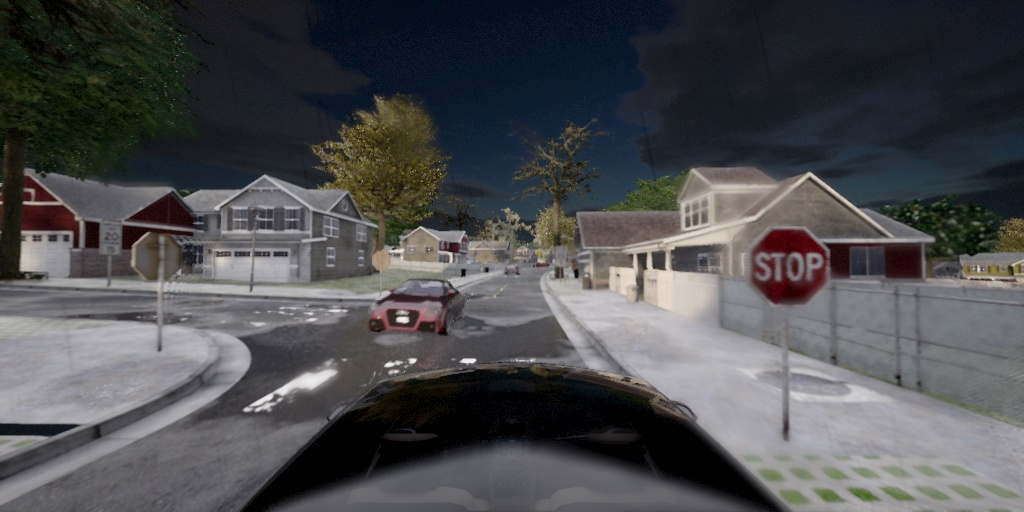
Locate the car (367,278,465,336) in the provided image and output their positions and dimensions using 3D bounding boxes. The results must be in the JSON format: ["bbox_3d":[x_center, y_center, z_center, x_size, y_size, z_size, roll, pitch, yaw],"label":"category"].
[{"bbox_3d":[-2.590,1.371,10.636,1.994,1.385,4.181,3,-1,1],"label":"car"}]

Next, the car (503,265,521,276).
[{"bbox_3d":[0.004,1.940,49.596,1.812,1.442,4.674,0,-1,6],"label":"car"}]
